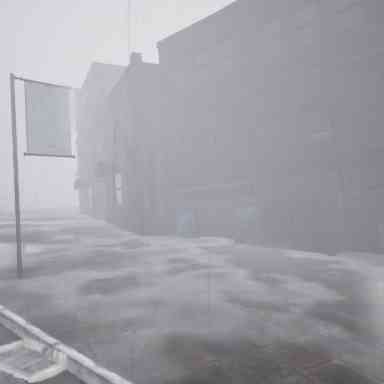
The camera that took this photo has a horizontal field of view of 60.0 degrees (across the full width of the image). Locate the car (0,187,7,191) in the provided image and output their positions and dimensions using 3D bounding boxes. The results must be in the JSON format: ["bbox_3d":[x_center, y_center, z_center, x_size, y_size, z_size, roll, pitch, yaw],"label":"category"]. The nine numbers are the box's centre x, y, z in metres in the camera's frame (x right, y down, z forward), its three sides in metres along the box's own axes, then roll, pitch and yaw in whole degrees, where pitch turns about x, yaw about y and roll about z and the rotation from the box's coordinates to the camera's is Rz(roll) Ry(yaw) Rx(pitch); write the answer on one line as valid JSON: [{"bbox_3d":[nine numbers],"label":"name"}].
[{"bbox_3d":[-47.419,-0.646,79.379,2.231,1.521,4.892,-4,-3,5],"label":"car"}]
